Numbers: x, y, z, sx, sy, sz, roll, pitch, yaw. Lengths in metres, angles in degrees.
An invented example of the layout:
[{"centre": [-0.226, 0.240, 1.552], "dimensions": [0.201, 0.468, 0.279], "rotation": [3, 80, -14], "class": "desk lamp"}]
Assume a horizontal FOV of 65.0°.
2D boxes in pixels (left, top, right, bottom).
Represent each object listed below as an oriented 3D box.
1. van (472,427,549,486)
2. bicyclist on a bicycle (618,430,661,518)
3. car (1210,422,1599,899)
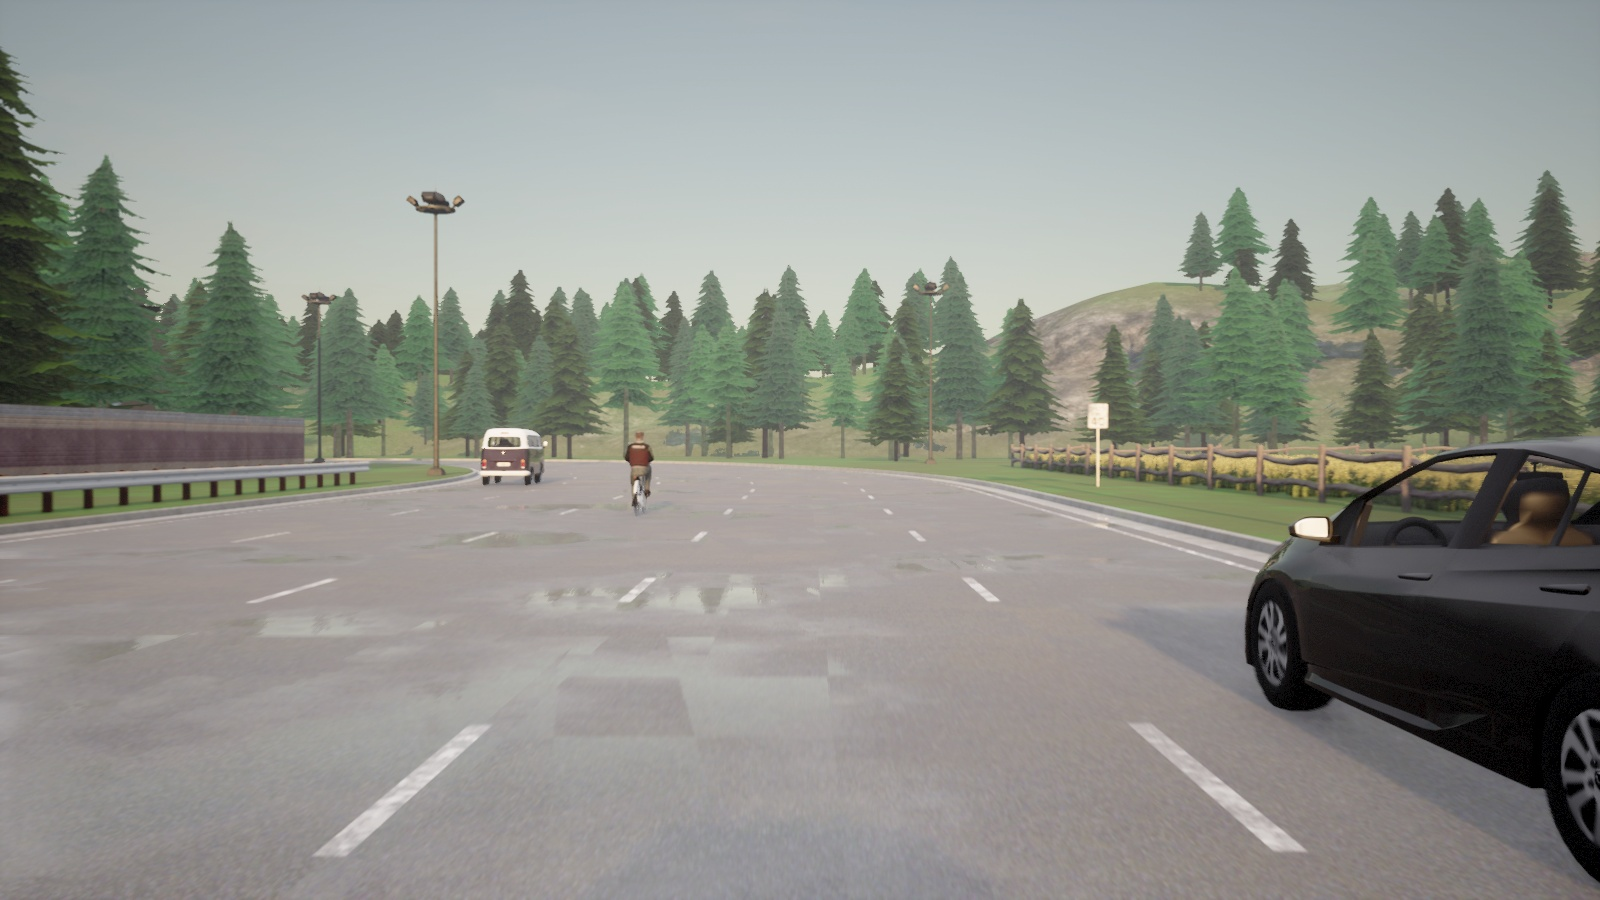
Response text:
[{"centre": [-10.565, 0.224, 46.184], "dimensions": [2.069, 2.038, 4.480], "rotation": [0, 0, -4], "class": "van"}, {"centre": [-3.330, 0.481, 26.180], "dimensions": [0.659, 1.776, 1.843], "rotation": [0, 1, 0], "class": "bicyclist on a bicycle"}, {"centre": [3.548, 0.668, 5.565], "dimensions": [2.007, 1.525, 4.514], "rotation": [0, 0, 0], "class": "car"}]
